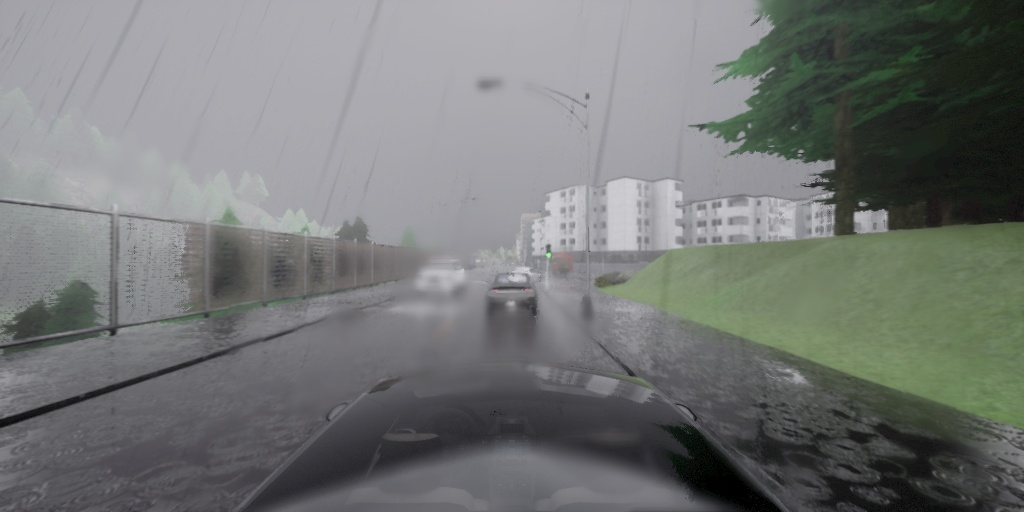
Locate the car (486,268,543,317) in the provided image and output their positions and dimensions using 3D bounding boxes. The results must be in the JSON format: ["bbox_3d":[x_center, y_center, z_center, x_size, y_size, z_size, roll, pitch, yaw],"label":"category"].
[{"bbox_3d":[0.037,1.409,14.071,2.128,1.511,4.902,0,-1,0],"label":"car"}]

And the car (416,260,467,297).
[{"bbox_3d":[-4.037,1.240,21.439,2.150,2.045,5.566,0,-1,1],"label":"car"}]
